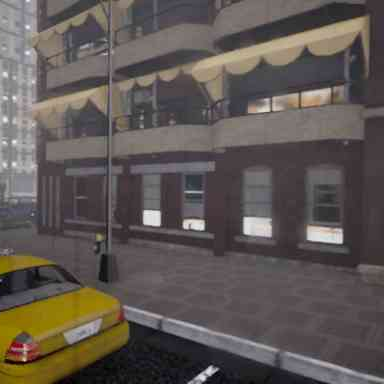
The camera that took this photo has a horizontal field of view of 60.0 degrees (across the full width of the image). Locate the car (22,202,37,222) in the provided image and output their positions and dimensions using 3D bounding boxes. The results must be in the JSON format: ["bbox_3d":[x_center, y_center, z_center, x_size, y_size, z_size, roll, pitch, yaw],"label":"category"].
[{"bbox_3d":[-10.863,1.696,26.787,1.994,1.385,4.181,1,0,36],"label":"car"}]

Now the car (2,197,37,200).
[{"bbox_3d":[-15.960,1.368,29.670,2.192,1.841,5.009,1,0,36],"label":"car"}]

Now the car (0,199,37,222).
[{"bbox_3d":[-14.093,1.610,27.814,1.812,1.442,4.674,1,0,34],"label":"car"}]

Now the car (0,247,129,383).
[{"bbox_3d":[-3.093,1.529,5.066,4.829,1.417,1.752,0,1,36],"label":"car"}]
